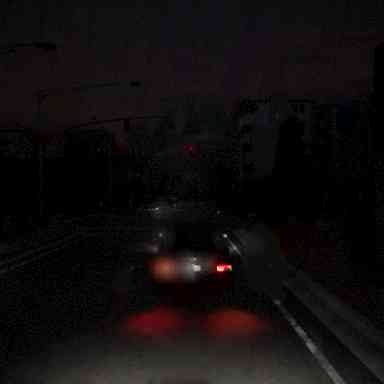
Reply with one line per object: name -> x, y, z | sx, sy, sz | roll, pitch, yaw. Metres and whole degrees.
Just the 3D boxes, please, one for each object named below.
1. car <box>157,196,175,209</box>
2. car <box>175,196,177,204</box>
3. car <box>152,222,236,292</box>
car -> -3.686, 1.457, 45.642 | 1.837, 1.490, 4.892 | 0, 0, 0
car -> -3.686, 1.416, 59.750 | 1.882, 1.535, 5.008 | 0, 0, 0
car -> 0.039, 1.538, 9.037 | 2.033, 1.411, 5.357 | 0, 0, 0
